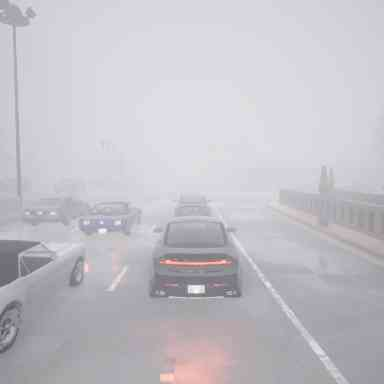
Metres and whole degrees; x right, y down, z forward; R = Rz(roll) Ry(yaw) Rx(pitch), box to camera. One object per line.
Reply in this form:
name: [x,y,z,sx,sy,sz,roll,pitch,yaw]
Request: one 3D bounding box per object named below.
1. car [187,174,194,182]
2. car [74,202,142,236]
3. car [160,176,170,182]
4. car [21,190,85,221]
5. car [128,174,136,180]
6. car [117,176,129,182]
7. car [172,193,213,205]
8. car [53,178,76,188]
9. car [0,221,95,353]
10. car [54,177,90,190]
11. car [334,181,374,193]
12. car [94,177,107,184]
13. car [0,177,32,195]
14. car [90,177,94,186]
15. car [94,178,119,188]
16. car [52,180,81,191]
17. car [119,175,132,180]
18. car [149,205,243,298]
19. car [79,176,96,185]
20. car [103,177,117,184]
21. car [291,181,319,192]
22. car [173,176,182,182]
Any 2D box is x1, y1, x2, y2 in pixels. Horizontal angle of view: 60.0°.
car: [-0.409,-3.506,89.684,2.128,1.511,4.902,0,3,0]
car: [-3.457,1.078,15.051,1.895,1.301,4.718,0,3,0]
car: [-7.403,-3.431,88.386,1.812,1.442,4.674,0,3,0]
car: [-6.969,0.868,17.683,2.033,1.411,5.357,0,3,0]
car: [-14.358,-3.147,78.805,2.150,2.045,5.566,0,3,0]
car: [-17.895,-3.327,86.513,2.128,1.511,4.902,0,3,0]
car: [0.034,0.838,17.521,1.837,1.490,4.892,0,3,-1]
car: [-21.326,-1.513,55.987,1.882,1.535,5.008,0,3,0]
car: [-3.421,1.506,5.925,1.895,1.301,4.718,0,2,0]
car: [-14.271,-0.751,39.151,2.150,2.045,5.566,0,3,0]
car: [18.463,-0.474,38.782,5.008,1.535,1.882,0,3,2]
car: [-21.354,-2.717,77.833,1.895,1.301,4.718,0,3,0]
car: [-21.274,-0.782,39.666,2.150,2.045,5.566,0,3,0]
car: [-17.830,-1.789,61.325,1.812,1.442,4.674,0,3,0]
car: [-14.306,-1.632,55.876,2.097,1.767,4.553,0,3,-1]
car: [-17.803,-0.933,47.552,2.033,1.411,5.357,0,3,0]
car: [-14.309,-2.267,68.452,1.882,1.535,5.008,0,3,0]
car: [0.070,1.338,8.142,1.837,1.490,4.892,0,2,0]
car: [-21.307,-2.355,67.882,2.097,1.767,4.553,0,3,0]
car: [-17.828,-2.435,72.458,1.994,1.385,4.181,0,3,0]
car: [15.020,-0.644,42.392,4.674,1.442,1.812,0,3,2]
car: [-3.903,-3.433,88.403,1.812,1.442,4.674,0,3,0]
